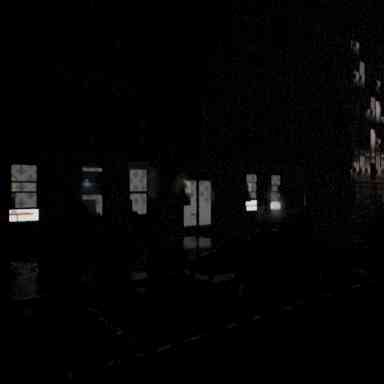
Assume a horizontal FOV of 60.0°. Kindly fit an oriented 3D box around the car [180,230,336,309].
[{"bbox_3d":[1.710,1.576,7.791,4.206,1.307,1.802,0,0,-36],"label":"car"}]
